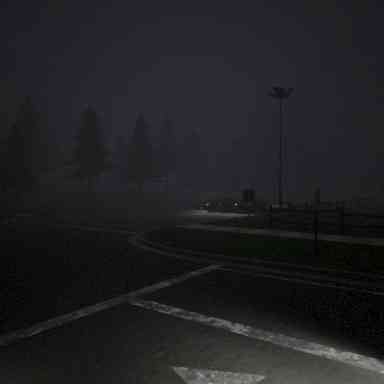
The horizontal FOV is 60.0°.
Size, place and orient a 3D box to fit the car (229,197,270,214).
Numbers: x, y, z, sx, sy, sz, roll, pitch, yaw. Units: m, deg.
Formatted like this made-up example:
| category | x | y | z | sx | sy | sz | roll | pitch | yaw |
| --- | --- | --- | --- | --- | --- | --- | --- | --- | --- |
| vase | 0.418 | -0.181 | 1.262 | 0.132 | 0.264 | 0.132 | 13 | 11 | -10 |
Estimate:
| category | x | y | z | sx | sy | sz | roll | pitch | yaw |
| --- | --- | --- | --- | --- | --- | --- | --- | --- | --- |
| car | 6.275 | 1.353 | 35.794 | 2.097 | 1.767 | 4.553 | 0 | 0 | 35 |

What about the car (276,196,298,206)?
| category | x | y | z | sx | sy | sz | roll | pitch | yaw |
| --- | --- | --- | --- | --- | --- | --- | --- | --- | --- |
| car | 16.448 | 1.477 | 56.240 | 1.882 | 1.535 | 5.008 | 0 | 0 | 36 |

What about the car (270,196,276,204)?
| category | x | y | z | sx | sy | sz | roll | pitch | yaw |
| --- | --- | --- | --- | --- | --- | --- | --- | --- | --- |
| car | 15.190 | 1.527 | 60.495 | 1.812 | 1.442 | 4.674 | 0 | 0 | 35 |

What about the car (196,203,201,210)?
| category | x | y | z | sx | sy | sz | roll | pitch | yaw |
| --- | --- | --- | --- | --- | --- | --- | --- | --- | --- |
| car | 2.654 | 1.547 | 42.817 | 2.033 | 1.411 | 5.357 | 0 | 0 | 35 |

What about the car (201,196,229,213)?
| category | x | y | z | sx | sy | sz | roll | pitch | yaw |
| --- | --- | --- | --- | --- | --- | --- | --- | --- | --- |
| car | 3.460 | 1.353 | 37.873 | 2.097 | 1.767 | 4.553 | 0 | 0 | 35 |

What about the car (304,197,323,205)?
| category | x | y | z | sx | sy | sz | roll | pitch | yaw |
| --- | --- | --- | --- | --- | --- | --- | --- | --- | --- |
| car | 20.485 | 1.548 | 55.871 | 2.033 | 1.411 | 5.357 | 0 | 0 | 35 |
